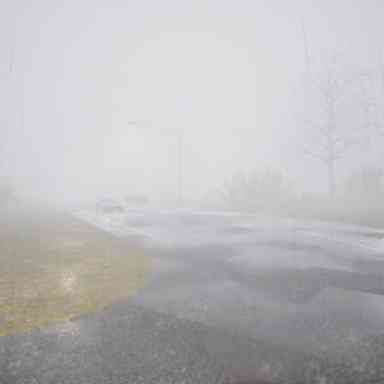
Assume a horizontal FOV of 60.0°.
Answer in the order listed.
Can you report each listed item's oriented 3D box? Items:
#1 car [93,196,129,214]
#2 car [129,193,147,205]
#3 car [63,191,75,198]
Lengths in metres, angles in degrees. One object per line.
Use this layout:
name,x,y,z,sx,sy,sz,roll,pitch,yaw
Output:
car,-7.902,1.211,31.179,2.033,1.411,5.357,-1,1,-28
car,-7.831,0.919,46.451,1.882,1.535,5.008,-1,1,-27
car,-28.673,0.697,76.942,1.812,1.442,4.674,-1,1,-20
